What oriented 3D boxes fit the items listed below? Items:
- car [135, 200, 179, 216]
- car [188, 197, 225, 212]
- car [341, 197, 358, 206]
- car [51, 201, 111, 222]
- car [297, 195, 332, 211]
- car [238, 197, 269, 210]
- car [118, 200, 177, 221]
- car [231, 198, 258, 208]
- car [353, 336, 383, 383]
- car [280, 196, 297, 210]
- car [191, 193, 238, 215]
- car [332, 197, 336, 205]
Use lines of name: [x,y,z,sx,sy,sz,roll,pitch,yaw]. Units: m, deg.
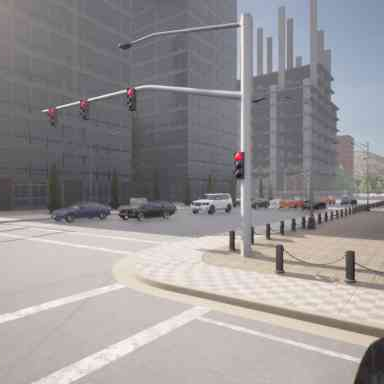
car: [-3.355,1.508,32.656,1.994,1.385,4.181,0,0,36]
car: [1.785,1.436,39.784,2.128,1.511,4.902,0,0,36]
car: [26.104,1.492,55.252,2.033,1.411,5.357,0,0,36]
car: [-8.434,1.470,25.619,1.812,1.442,4.674,0,0,38]
car: [14.418,1.436,39.022,2.128,1.511,4.902,0,0,36]
car: [8.244,1.422,42.747,1.882,1.535,5.008,0,0,36]
car: [-3.564,1.545,26.378,1.895,1.301,4.718,0,0,36]
car: [7.630,1.545,47.868,1.895,1.301,4.718,0,0,36]
car: [3.072,1.564,1.778,4.181,1.385,1.994,0,0,36]
car: [13.120,1.296,43.210,2.097,1.767,4.553,0,0,36]
car: [2.144,1.166,34.294,2.150,2.045,5.566,0,0,36]
car: [23.172,1.297,57.174,2.097,1.767,4.553,0,0,36]
